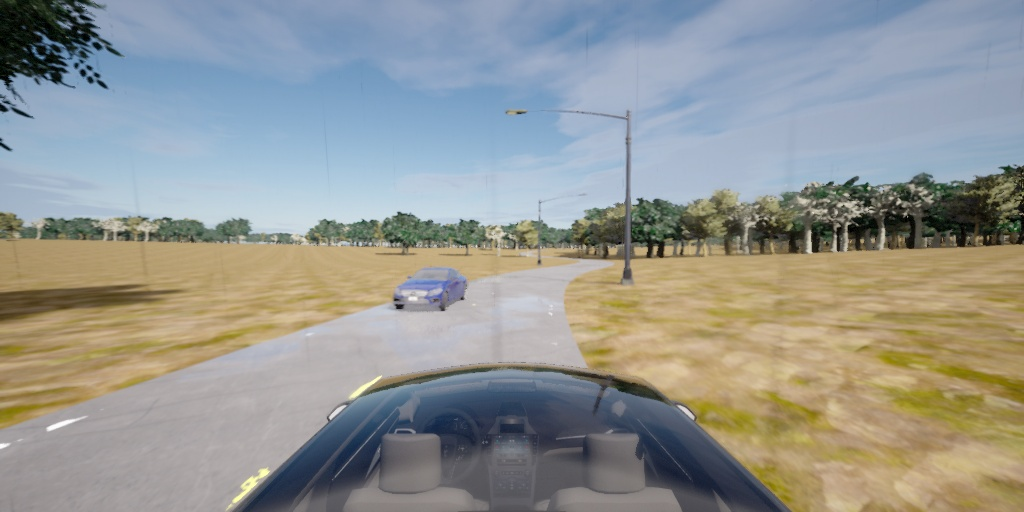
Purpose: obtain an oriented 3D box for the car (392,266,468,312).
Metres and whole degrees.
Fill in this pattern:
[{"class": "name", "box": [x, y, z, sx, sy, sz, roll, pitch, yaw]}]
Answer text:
[{"class": "car", "box": [-2.990, 1.150, 14.147, 1.812, 1.442, 4.674, 1, 0, 7]}]
